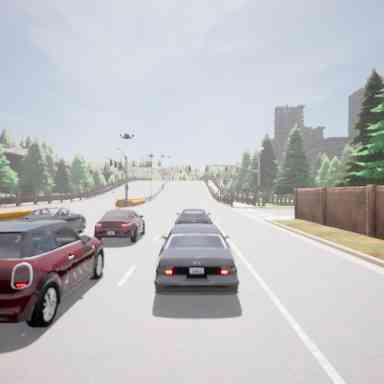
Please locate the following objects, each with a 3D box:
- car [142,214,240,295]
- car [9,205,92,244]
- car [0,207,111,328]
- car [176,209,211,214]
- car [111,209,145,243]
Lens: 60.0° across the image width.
[{"bbox_3d":[0.091,1.562,8.887,2.033,1.411,5.357,0,0,0],"label":"car"},{"bbox_3d":[-6.915,1.517,16.950,2.128,1.511,4.902,0,0,0],"label":"car"},{"bbox_3d":[-3.408,1.364,7.180,2.097,1.767,4.553,0,0,0],"label":"car"},{"bbox_3d":[0.084,1.594,18.127,1.994,1.385,4.181,0,0,0],"label":"car"},{"bbox_3d":[-3.418,1.552,16.173,1.812,1.442,4.674,0,0,-1],"label":"car"}]
